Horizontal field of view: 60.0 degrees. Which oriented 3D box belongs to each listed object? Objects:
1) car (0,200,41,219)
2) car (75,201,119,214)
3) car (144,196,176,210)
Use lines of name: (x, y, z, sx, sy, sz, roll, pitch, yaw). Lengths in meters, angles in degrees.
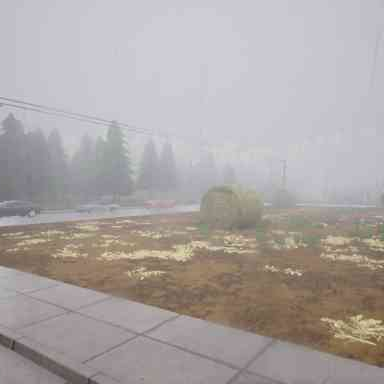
car: (-15.847, 1.531, 29.164, 1.837, 1.490, 4.892, 0, 0, 37)
car: (-10.370, 1.628, 36.557, 1.895, 1.301, 4.718, 0, 0, 37)
car: (-4.281, 1.379, 44.753, 2.097, 1.767, 4.553, 0, 0, 37)
